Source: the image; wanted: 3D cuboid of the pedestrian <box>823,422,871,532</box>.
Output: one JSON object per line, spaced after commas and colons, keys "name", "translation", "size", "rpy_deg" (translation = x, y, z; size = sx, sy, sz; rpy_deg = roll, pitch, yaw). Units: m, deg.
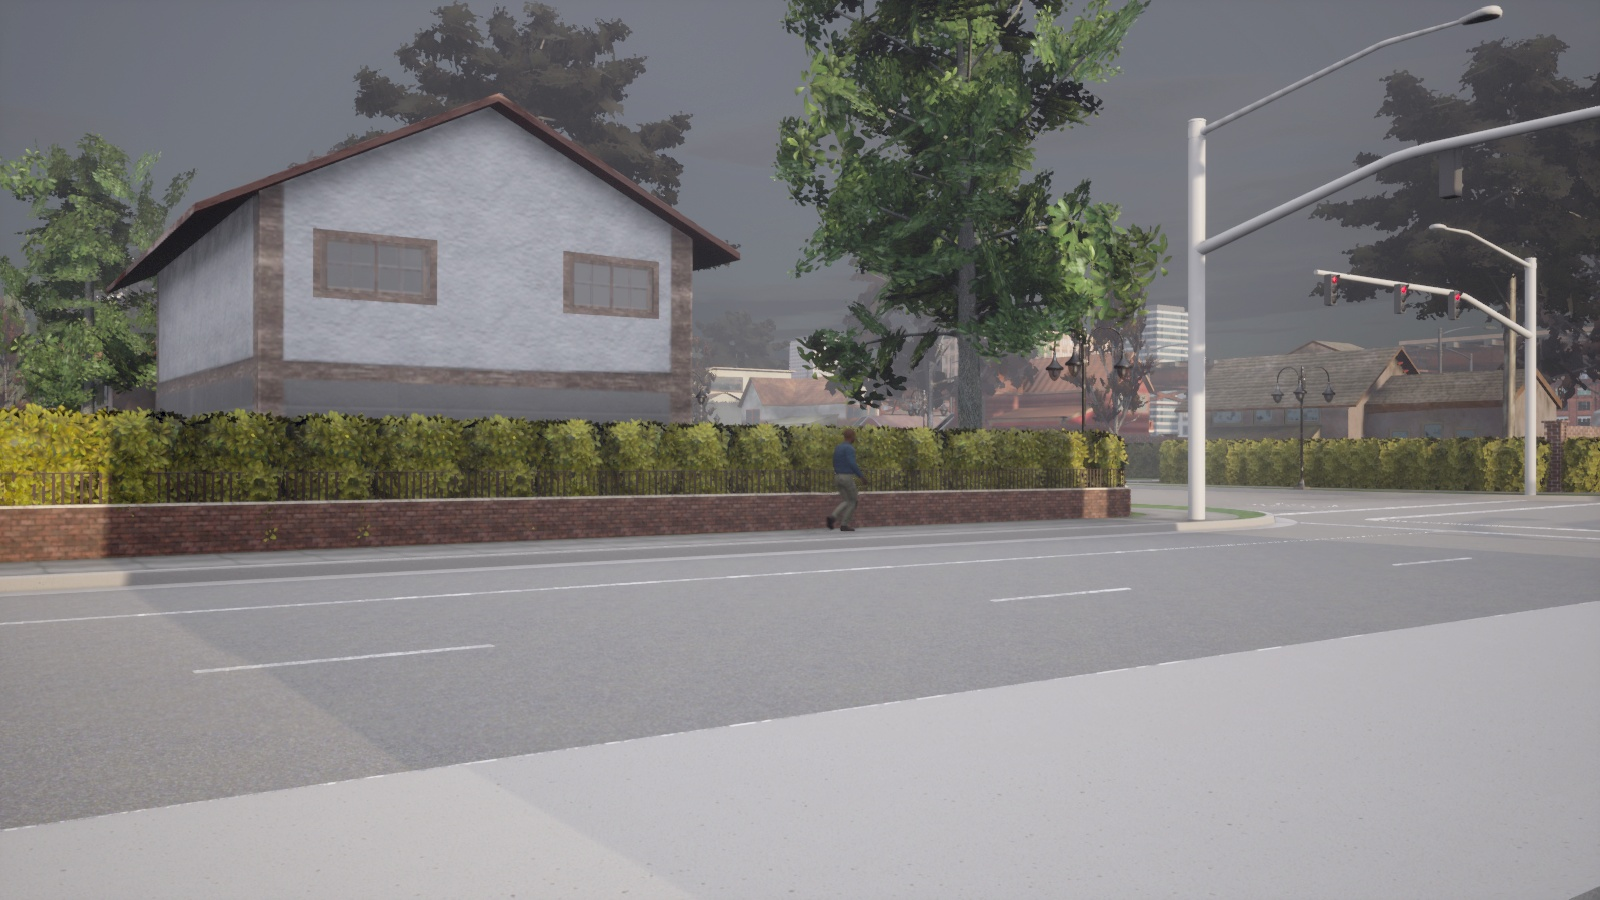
{"name": "pedestrian", "translation": [0.801, 0.450, 21.219], "size": [0.726, 1.835, 0.370], "rpy_deg": [0, 0, -33]}
